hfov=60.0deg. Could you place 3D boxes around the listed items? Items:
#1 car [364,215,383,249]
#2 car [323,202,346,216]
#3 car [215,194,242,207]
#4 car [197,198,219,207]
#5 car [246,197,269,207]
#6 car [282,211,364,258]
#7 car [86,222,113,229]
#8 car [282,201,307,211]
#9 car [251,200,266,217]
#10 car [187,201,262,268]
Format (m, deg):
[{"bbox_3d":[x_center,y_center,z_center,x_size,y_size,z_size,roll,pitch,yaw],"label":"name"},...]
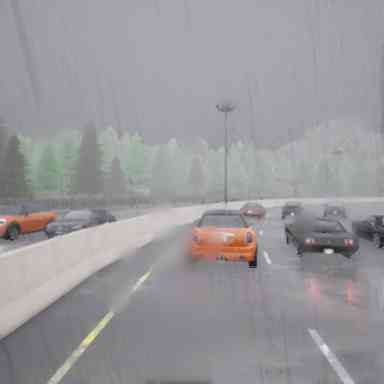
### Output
[{"bbox_3d":[8.614,1.664,14.672,1.895,1.301,4.718,0,0,10],"label":"car"},{"bbox_3d":[13.569,1.643,31.708,1.812,1.442,4.674,0,0,21],"label":"car"},{"bbox_3d":[6.191,1.363,55.871,2.150,2.045,5.566,0,0,33],"label":"car"},{"bbox_3d":[2.817,1.697,57.029,1.994,1.385,4.181,0,0,32],"label":"car"},{"bbox_3d":[11.291,1.655,57.128,2.128,1.511,4.902,0,0,35],"label":"car"},{"bbox_3d":[4.789,1.646,13.009,1.895,1.301,4.718,0,0,9],"label":"car"},{"bbox_3d":[-5.378,1.543,16.777,1.812,1.442,4.674,0,0,11],"label":"car"},{"bbox_3d":[9.261,1.604,30.181,1.837,1.490,4.892,0,0,20],"label":"car"},{"bbox_3d":[5.561,1.650,30.190,1.994,1.385,4.181,0,0,18],"label":"car"},{"bbox_3d":[1.123,1.382,11.728,2.097,1.767,4.553,0,0,7],"label":"car"}]
